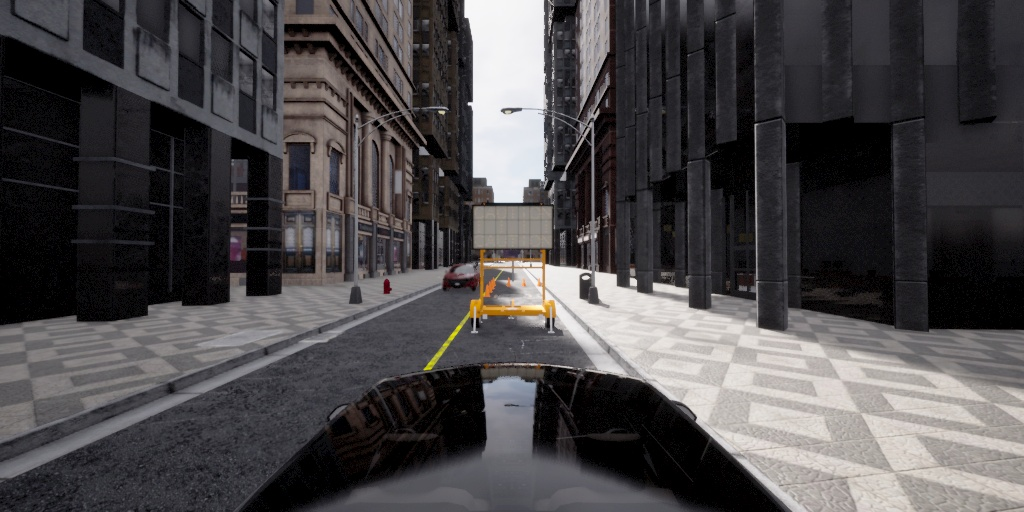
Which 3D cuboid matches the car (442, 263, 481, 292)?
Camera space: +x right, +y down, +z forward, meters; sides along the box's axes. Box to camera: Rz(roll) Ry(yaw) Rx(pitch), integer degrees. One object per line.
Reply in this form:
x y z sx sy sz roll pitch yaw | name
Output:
-2.940 1.236 21.821 1.882 1.535 5.008 0 0 0 | car

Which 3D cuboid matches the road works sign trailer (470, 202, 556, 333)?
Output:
0.027 0.217 10.706 2.380 3.560 2.880 0 0 0 | road works sign trailer
